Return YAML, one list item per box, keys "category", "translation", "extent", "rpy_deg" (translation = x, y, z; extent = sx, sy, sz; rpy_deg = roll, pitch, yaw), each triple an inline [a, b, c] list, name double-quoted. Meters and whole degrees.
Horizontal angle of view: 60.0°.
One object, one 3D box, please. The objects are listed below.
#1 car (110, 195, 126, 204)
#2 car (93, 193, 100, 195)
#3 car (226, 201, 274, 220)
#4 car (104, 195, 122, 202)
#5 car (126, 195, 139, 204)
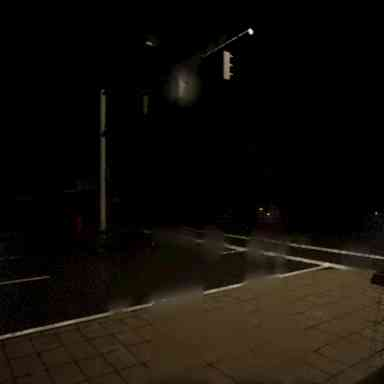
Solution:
- category: "car"
  translation: [-15.081, 1.586, 64.343]
  extent: [1.812, 1.442, 4.674]
  rpy_deg: [0, 0, -35]
- category: "car"
  translation: [-17.743, 1.273, 62.039]
  extent: [2.150, 2.045, 5.566]
  rpy_deg: [0, 0, -35]
- category: "car"
  translation: [4.934, 1.555, 29.049]
  extent: [1.837, 1.490, 4.892]
  rpy_deg: [0, 0, -33]
- category: "car"
  translation: [-17.640, 1.427, 74.223]
  extent: [2.128, 1.511, 4.902]
  rpy_deg: [0, 0, -35]
- category: "car"
  translation: [-12.419, 1.421, 66.648]
  extent: [2.097, 1.767, 4.553]
  rpy_deg: [0, 0, -35]
